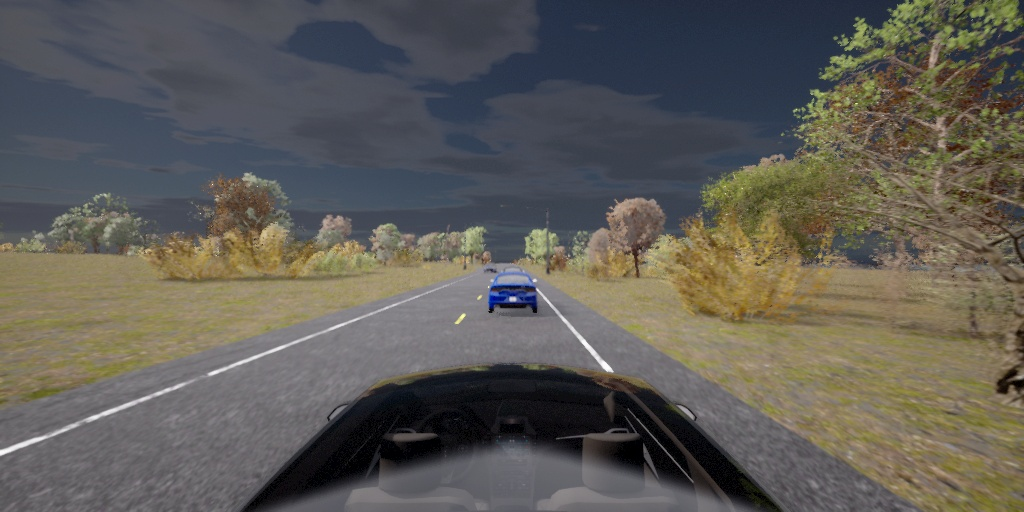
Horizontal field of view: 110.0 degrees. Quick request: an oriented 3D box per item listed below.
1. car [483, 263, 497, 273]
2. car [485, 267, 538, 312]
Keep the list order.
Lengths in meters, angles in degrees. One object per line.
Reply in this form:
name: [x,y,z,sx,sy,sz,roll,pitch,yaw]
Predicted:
car: [-3.562,1.908,58.653,2.097,1.767,4.553,0,-1,0]
car: [0.055,1.416,15.312,1.882,1.535,5.008,0,0,0]
